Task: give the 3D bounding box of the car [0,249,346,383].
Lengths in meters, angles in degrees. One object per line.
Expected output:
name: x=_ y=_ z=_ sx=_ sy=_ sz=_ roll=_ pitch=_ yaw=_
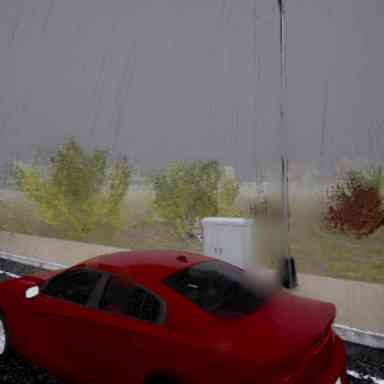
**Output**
car: x=-0.789 y=1.494 z=4.277 sx=5.008 sy=1.535 sz=1.882 roll=0 pitch=0 yaw=36
